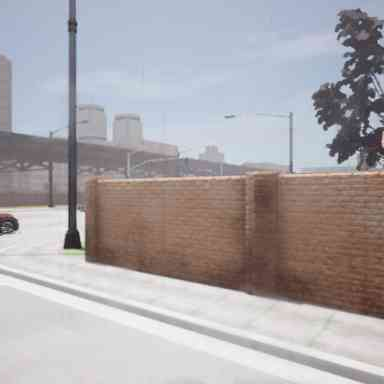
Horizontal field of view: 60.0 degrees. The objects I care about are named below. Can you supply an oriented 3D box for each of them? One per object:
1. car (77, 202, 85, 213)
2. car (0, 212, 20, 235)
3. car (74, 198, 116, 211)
[{"bbox_3d":[-10.048,1.311,35.816,2.097,1.767,4.553,0,0,37],"label":"car"},{"bbox_3d":[-11.112,1.326,16.560,2.097,1.767,4.553,0,0,33],"label":"car"},{"bbox_3d":[-11.463,1.480,39.790,1.812,1.442,4.674,0,0,37],"label":"car"}]
